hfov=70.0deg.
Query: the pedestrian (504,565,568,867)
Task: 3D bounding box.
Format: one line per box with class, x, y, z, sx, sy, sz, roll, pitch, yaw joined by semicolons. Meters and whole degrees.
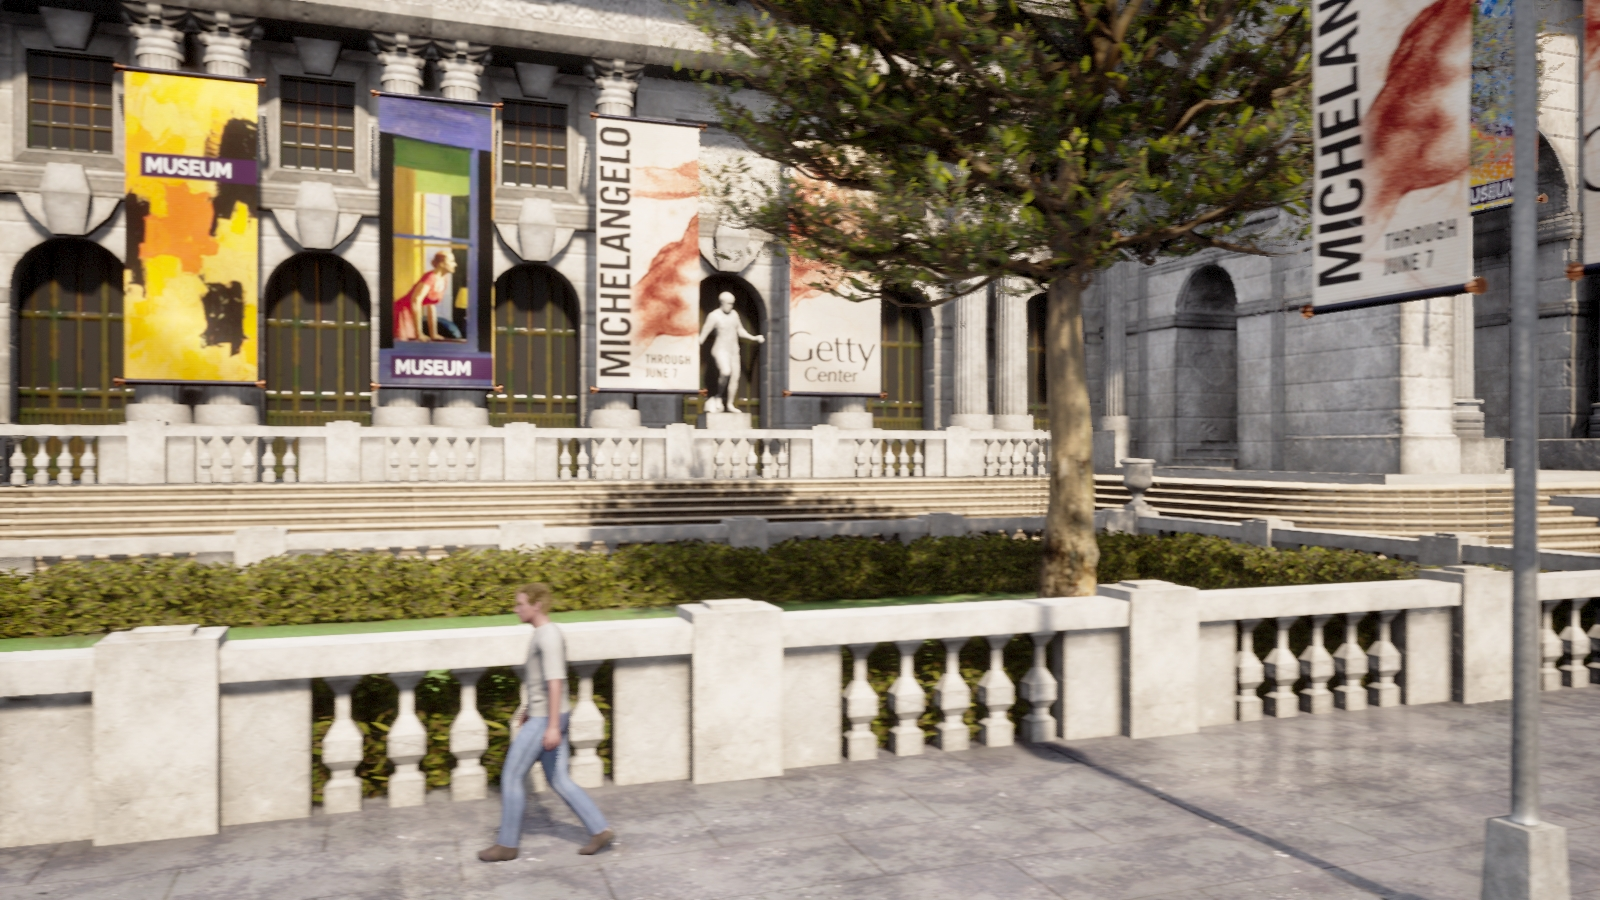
pedestrian;-1.705;1.698;7.407;0.375;1.860;0.375;0;0;-8
